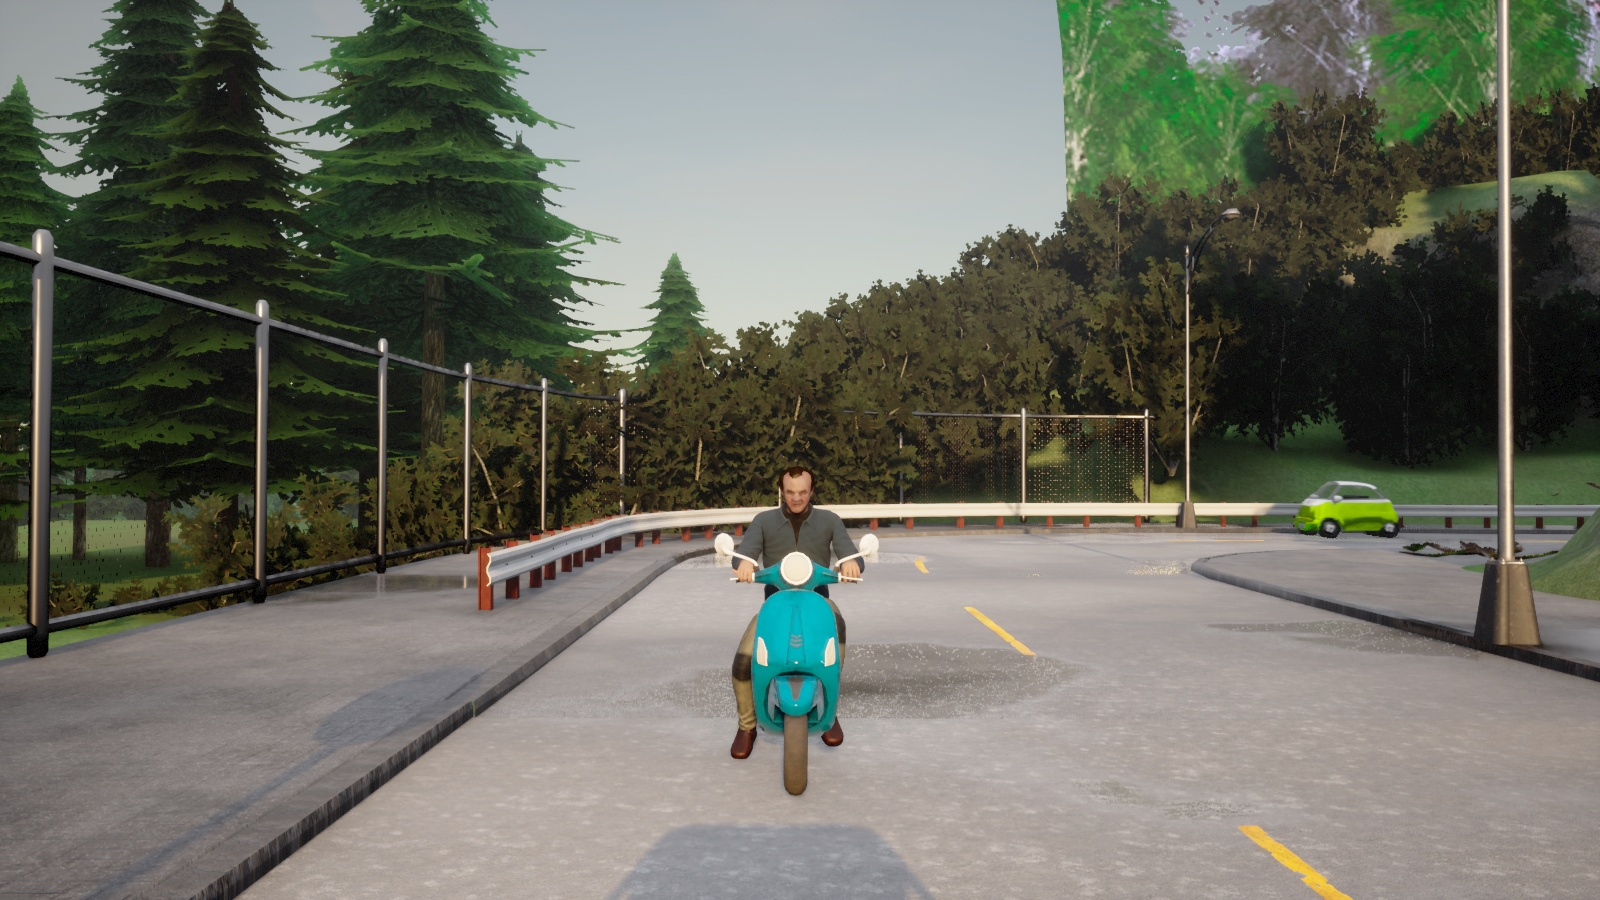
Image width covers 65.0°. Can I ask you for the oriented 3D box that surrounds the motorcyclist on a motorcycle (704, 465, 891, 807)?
[{"bbox_3d":[-0.012,0.881,6.766,0.866,1.590,1.817,0,-1,0],"label":"motorcyclist on a motorcycle"}]

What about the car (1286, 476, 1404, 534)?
[{"bbox_3d":[13.244,1.329,30.594,2.207,1.376,1.481,0,-1,0],"label":"car"}]
